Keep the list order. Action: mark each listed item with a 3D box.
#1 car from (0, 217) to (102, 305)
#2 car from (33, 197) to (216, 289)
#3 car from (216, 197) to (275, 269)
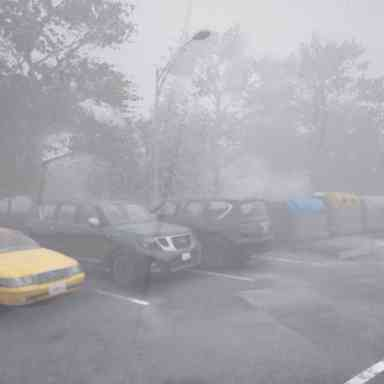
[{"bbox_3d":[-4.685,1.476,7.629,5.366,1.575,1.946,-1,-1,34],"label":"car"},{"bbox_3d":[-2.412,1.214,9.429,5.566,2.045,2.435,-1,-1,34],"label":"car"},{"bbox_3d":[-0.057,1.198,11.170,5.566,2.045,2.435,-1,0,35],"label":"car"}]
